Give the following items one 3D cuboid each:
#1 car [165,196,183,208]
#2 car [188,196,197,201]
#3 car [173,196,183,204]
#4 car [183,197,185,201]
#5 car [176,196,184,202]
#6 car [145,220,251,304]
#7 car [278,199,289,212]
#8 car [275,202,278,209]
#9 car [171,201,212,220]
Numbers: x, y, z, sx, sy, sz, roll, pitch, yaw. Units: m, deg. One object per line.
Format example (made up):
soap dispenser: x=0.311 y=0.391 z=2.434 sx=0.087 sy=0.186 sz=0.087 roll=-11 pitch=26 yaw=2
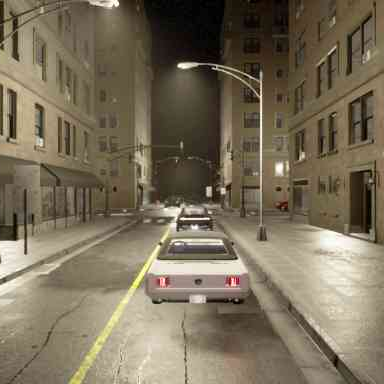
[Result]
car: x=-2.834 y=1.398 z=48.979 sx=2.097 sy=1.767 sz=4.553 roll=0 pitch=0 yaw=0
car: x=0.059 y=1.596 z=71.907 sx=2.128 sy=1.511 sz=4.902 roll=0 pitch=0 yaw=0
car: x=-2.755 y=1.582 z=67.658 sx=1.837 sy=1.490 sz=4.892 roll=0 pitch=0 yaw=1
car: x=-2.819 y=1.552 z=58.190 sx=2.128 sy=1.511 sz=4.902 roll=0 pitch=0 yaw=0
car: x=-2.734 y=1.616 z=77.946 sx=1.812 sy=1.442 sz=4.674 roll=0 pitch=0 yaw=0
car: x=0.106 y=1.602 z=8.074 sx=1.895 sy=1.301 sz=4.718 roll=0 pitch=0 yaw=0
car: x=12.243 y=1.533 z=35.999 sx=4.892 sy=1.490 sz=1.837 roll=0 pitch=0 yaw=0
car: x=12.274 y=1.353 z=38.536 sx=5.009 sy=1.841 sz=2.192 roll=0 pitch=0 yaw=0
car: x=0.109 y=1.499 z=18.295 sx=2.128 sy=1.511 sz=4.902 roll=0 pitch=0 yaw=-1
